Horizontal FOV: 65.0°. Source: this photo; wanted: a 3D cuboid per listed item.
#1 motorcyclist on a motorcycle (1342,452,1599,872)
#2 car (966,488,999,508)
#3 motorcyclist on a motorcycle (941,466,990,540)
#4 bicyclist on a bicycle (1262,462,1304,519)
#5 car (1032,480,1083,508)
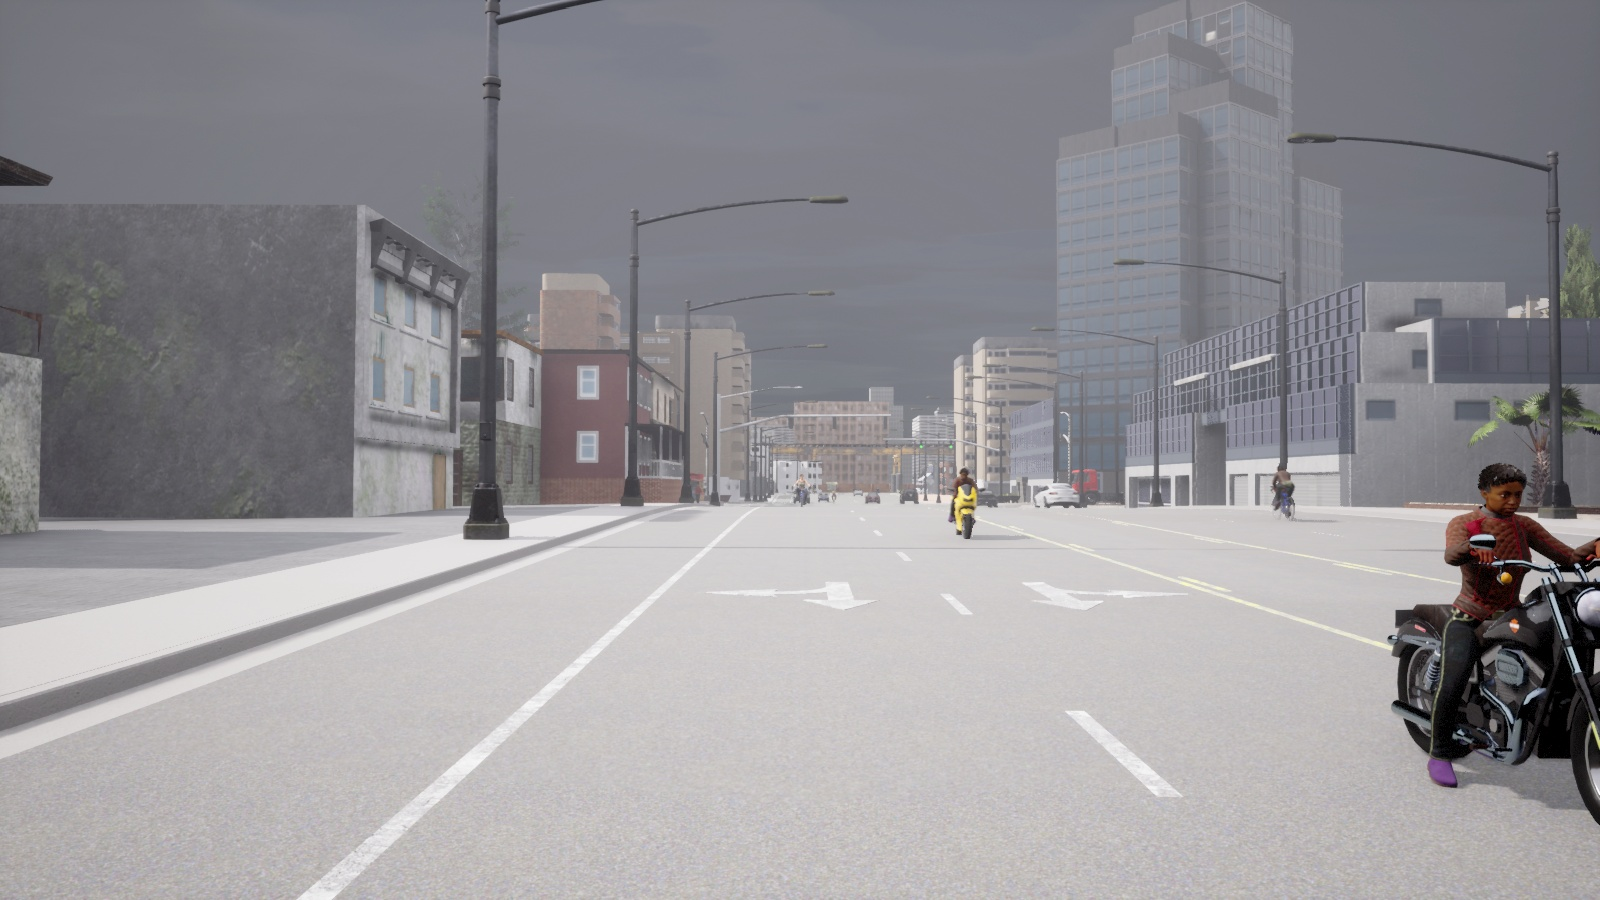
[{"bbox_3d":[3.520,0.843,6.085,0.766,1.649,2.350,0,-1,0],"label":"motorcyclist on a motorcycle"},{"bbox_3d":[14.167,3.692,97.515,1.837,1.490,4.892,0,-2,0],"label":"car"},{"bbox_3d":[3.552,1.117,27.126,0.797,1.523,2.044,0,-1,0],"label":"motorcyclist on a motorcycle"},{"bbox_3d":[14.066,1.159,36.632,0.582,1.620,1.656,0,-1,0],"label":"bicyclist on a bicycle"},{"bbox_3d":[14.120,2.465,69.061,1.812,1.442,4.674,0,-3,0],"label":"car"}]
